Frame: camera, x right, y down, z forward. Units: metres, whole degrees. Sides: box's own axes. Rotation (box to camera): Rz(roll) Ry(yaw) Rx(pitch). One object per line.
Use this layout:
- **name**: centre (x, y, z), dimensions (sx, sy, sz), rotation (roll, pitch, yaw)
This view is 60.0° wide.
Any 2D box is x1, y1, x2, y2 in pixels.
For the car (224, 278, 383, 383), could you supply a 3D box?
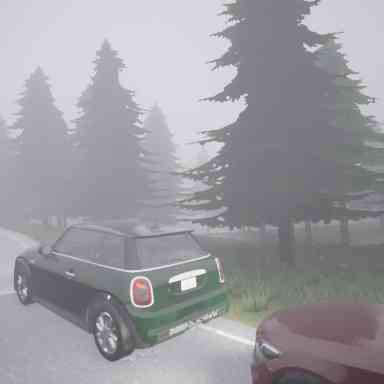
- **car**: centre (2.753, 1.532, 2.593), dimensions (4.674, 1.442, 1.812), rotation (1, 0, 36)

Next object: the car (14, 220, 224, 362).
- **car**: centre (-1.577, 1.308, 6.213), dimensions (4.553, 1.767, 2.097), rotation (1, 1, 44)
